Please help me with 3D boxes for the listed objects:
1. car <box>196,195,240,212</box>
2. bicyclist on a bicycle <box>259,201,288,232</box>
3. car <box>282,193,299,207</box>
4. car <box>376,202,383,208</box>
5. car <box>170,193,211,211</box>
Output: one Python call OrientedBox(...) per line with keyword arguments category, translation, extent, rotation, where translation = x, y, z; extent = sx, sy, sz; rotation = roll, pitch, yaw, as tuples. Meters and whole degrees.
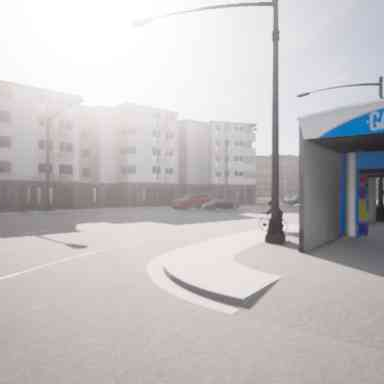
OrientedBox(category="car", translation=(3.344, 1.459, 38.421), extent=(4.902, 1.511, 2.128), rotation=(0, 0, -32))
OrientedBox(category="bicyclist on a bicycle", translation=(4.268, 1.290, 17.528), extent=(1.656, 1.620, 0.582), rotation=(0, 0, 38))
OrientedBox(category="car", translation=(15.199, 1.304, 47.901), extent=(4.674, 1.442, 1.812), rotation=(0, 0, -17))
OrientedBox(category="car", translation=(18.501, 1.593, 33.984), extent=(4.718, 1.301, 1.895), rotation=(0, 0, -20))
OrientedBox(category="car", translation=(0.050, 1.182, 40.462), extent=(5.566, 2.045, 2.150), rotation=(0, 0, -34))
